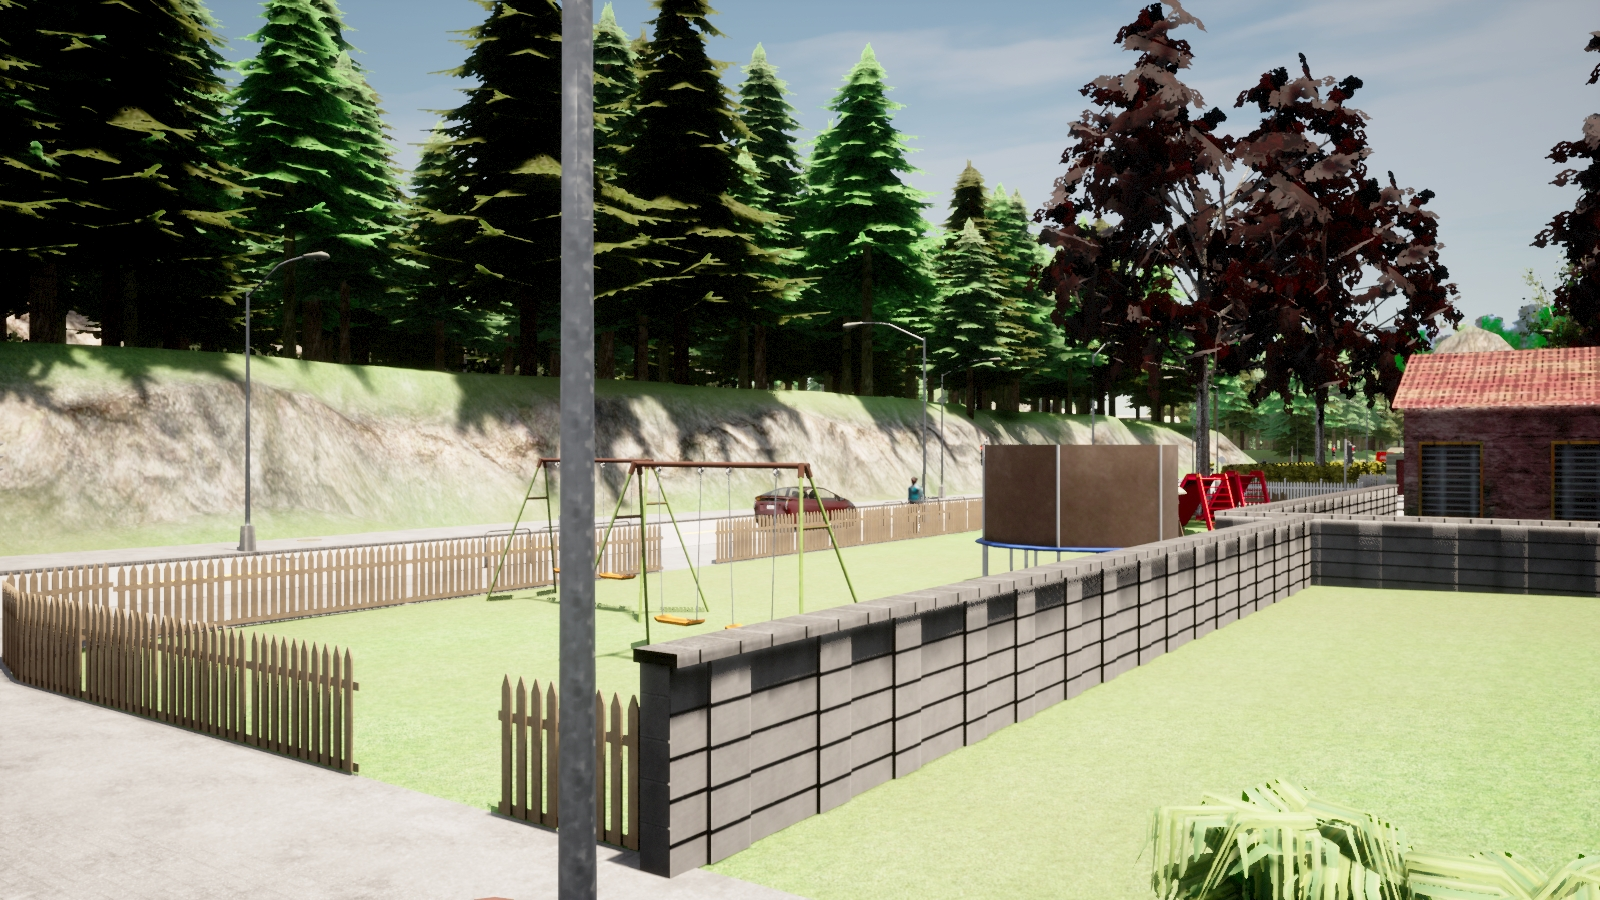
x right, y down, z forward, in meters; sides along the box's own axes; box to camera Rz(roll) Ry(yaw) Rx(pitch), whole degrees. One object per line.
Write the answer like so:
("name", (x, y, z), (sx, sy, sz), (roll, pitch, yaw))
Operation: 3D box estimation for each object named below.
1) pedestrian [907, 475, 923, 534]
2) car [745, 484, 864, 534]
("pedestrian", (3.671, 1.745, 36.610), (0.375, 1.860, 0.375), (0, 0, 35))
("car", (0.223, 2.040, 40.660), (2.007, 1.525, 4.514), (0, 0, 35))
